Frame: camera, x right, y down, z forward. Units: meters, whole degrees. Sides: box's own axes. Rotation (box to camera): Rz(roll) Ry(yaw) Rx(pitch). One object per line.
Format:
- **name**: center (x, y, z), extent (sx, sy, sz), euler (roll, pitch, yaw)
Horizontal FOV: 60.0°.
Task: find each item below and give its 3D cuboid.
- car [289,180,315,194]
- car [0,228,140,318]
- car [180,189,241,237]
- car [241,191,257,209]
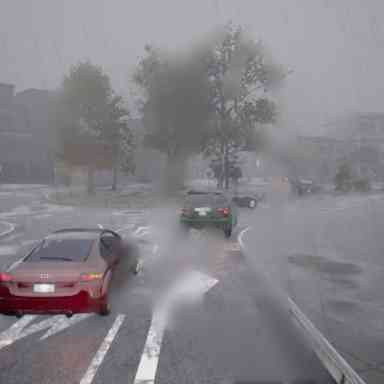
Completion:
- **car**: center (12.551, -0.621, 37.911), extent (1.837, 1.490, 4.892), euler (1, 5, 2)
- **car**: center (-2.407, 1.491, 7.417), extent (1.994, 1.385, 4.181), euler (0, 1, 0)
- **car**: center (0.970, 0.836, 16.066), extent (2.150, 2.045, 5.566), euler (0, 3, 11)
- **car**: center (2.790, 0.520, 24.308), extent (4.892, 1.490, 1.837), euler (-4, 6, -42)
